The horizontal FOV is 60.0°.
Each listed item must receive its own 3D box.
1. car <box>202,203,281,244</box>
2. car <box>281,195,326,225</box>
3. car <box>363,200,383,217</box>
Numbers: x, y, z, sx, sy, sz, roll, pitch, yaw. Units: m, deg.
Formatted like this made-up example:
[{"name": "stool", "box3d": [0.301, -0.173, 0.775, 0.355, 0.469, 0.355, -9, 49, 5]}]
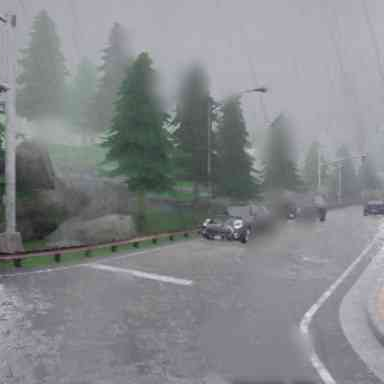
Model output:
[{"name": "car", "box3d": [2.374, 1.368, 16.113, 2.097, 1.767, 4.553, 0, 0, 35]}, {"name": "car", "box3d": [8.248, 1.237, 24.543, 2.150, 2.045, 5.566, 0, 0, 35]}, {"name": "car", "box3d": [17.454, 1.493, 31.322, 1.882, 1.535, 5.008, 0, 0, 35]}]
